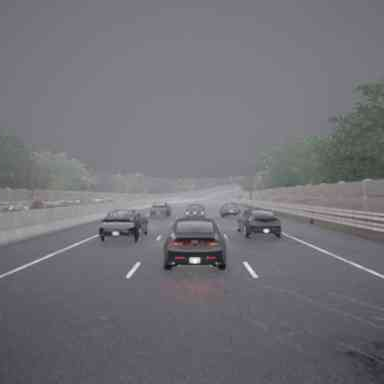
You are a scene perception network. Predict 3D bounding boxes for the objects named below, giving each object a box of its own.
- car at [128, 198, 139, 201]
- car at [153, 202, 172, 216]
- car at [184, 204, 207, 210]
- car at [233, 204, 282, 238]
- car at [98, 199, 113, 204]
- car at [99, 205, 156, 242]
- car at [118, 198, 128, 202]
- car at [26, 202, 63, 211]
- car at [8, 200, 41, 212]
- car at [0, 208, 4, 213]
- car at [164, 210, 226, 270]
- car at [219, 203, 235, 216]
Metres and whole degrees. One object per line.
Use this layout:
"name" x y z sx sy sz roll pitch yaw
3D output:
"car" -12.185 2.300 73.840 1.895 1.301 4.718 0 -1 3
"car" -3.110 1.772 33.927 2.128 1.511 4.902 0 -1 1
"car" 0.296 1.792 29.482 2.033 1.411 5.357 0 -1 1
"car" 3.653 1.663 18.672 1.837 1.490 4.892 0 0 1
"car" -19.171 2.237 74.279 2.033 1.411 5.357 0 -1 3
"car" -3.361 1.635 17.146 2.128 1.511 4.902 0 0 0
"car" -15.556 2.088 76.223 2.097 1.767 4.553 0 -1 3
"car" -13.841 1.862 32.510 1.895 1.301 4.718 0 0 1
"car" -17.276 1.633 35.079 2.097 1.767 4.553 0 0 1
"car" -20.836 1.860 32.804 1.895 1.301 4.718 0 0 1
"car" 0.098 1.604 11.414 1.837 1.490 4.892 0 0 0
"car" 3.905 1.855 34.486 1.994 1.385 4.181 0 -1 1
